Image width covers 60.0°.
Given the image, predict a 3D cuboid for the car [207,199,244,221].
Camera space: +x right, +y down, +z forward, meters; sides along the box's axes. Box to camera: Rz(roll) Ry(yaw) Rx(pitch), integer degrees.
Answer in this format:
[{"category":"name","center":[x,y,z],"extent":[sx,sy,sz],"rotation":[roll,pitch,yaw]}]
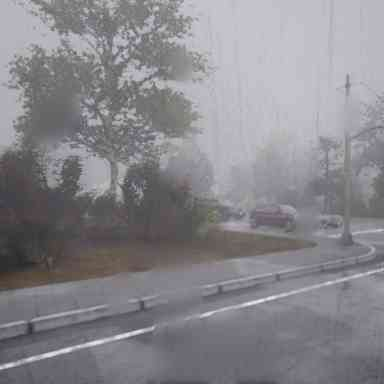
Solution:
[{"category":"car","center":[2.655,1.674,32.465],"extent":[2.150,2.045,5.566],"rotation":[1,-2,-41]}]

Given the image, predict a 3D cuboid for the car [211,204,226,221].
[{"category":"car","center":[0.420,2.003,29.698],"extent":[1.895,1.301,4.718],"rotation":[1,-2,-41]}]

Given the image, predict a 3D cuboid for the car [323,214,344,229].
[{"category":"car","center":[8.893,1.928,24.933],"extent":[1.895,1.301,4.718],"rotation":[1,-1,-39]}]

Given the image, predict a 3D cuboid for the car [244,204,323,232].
[{"category":"car","center":[6.104,1.637,22.731],"extent":[2.097,1.767,4.553],"rotation":[1,-1,-38]}]
